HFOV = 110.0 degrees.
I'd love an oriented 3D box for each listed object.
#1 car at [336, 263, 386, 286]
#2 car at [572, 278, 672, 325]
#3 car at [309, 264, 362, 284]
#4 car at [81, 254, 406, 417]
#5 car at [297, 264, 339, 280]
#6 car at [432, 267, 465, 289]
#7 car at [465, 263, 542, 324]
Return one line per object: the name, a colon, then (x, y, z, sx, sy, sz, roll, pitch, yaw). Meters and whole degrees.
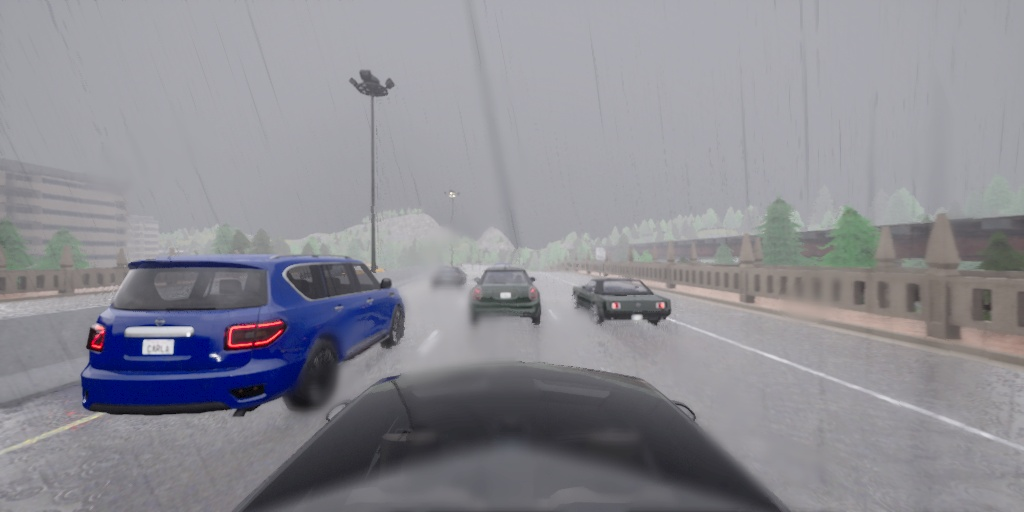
car: (-11.438, 1.369, 27.624, 1.882, 1.535, 5.008, 0, 0, -2)
car: (3.294, 1.368, 11.830, 1.895, 1.301, 4.718, 0, 0, -2)
car: (-15.054, 1.467, 30.973, 2.033, 1.411, 5.357, 0, 0, -2)
car: (-3.553, 1.003, 6.227, 2.150, 2.045, 5.566, 0, 0, -1)
car: (-18.682, 1.514, 34.762, 1.994, 1.385, 4.181, 0, 0, -2)
car: (-4.122, 1.409, 24.243, 1.994, 1.385, 4.181, 0, 0, -2)
car: (-0.236, 1.137, 12.243, 2.097, 1.767, 4.553, 0, 0, -2)
